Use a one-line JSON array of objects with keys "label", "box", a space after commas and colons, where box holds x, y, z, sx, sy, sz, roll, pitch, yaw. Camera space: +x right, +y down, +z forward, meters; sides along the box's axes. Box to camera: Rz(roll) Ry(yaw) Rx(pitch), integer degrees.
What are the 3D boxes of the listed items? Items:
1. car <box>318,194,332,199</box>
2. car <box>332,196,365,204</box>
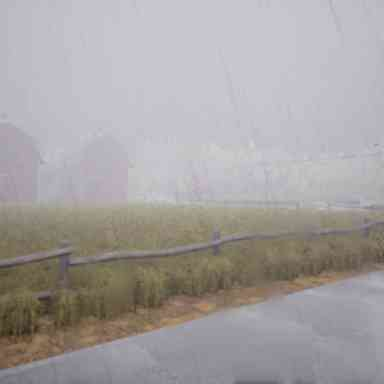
[{"label": "car", "box": [35.345, 1.575, 86.691, 1.932, 1.855, 4.605, 0, 0, -36]}, {"label": "car", "box": [31.850, 1.709, 67.719, 2.242, 1.667, 4.611, 0, 0, -36]}]
